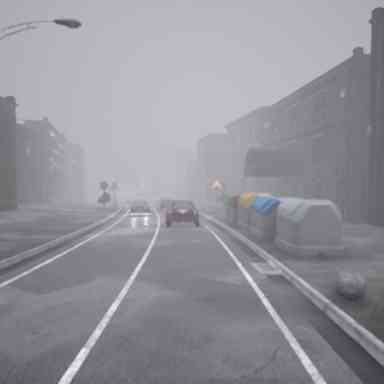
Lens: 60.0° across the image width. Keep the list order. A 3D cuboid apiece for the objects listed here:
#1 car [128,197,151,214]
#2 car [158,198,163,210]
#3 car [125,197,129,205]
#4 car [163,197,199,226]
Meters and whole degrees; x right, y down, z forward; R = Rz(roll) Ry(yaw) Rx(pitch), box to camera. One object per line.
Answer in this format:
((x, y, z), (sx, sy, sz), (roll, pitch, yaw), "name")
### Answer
((-5.335, 1.464, 34.520), (1.994, 1.385, 4.181), (0, 0, -8), "car")
((-3.191, 1.417, 41.144), (1.837, 1.490, 4.892), (0, 0, -10), "car")
((-13.988, 1.930, 74.952), (2.097, 1.767, 4.553), (0, -1, -13), "car")
((-0.751, 1.273, 22.902), (2.097, 1.767, 4.553), (0, 0, -5), "car")
